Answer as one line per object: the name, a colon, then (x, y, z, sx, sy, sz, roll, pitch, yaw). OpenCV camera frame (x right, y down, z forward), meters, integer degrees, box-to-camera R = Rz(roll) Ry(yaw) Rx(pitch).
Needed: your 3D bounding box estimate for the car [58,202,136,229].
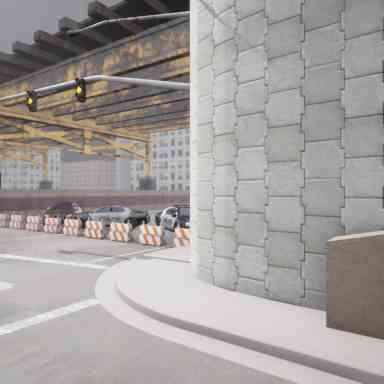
car: (-5.124, 1.453, 20.314, 4.974, 1.542, 2.038, 0, 0, 0)

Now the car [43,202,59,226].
car: (-8.818, 1.453, 23.069, 2.038, 1.542, 4.974, 0, 0, -10)

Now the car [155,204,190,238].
car: (-0.356, 1.453, 17.727, 2.038, 1.542, 4.974, 0, 0, -25)

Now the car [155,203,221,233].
car: (-0.378, 1.295, 17.774, 1.853, 1.218, 4.536, 0, 0, -25)

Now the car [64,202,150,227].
car: (-5.072, 1.295, 20.314, 4.536, 1.218, 1.853, 0, 0, 0)

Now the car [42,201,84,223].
car: (-8.827, 1.295, 23.120, 1.853, 1.218, 4.536, 0, 0, -10)
